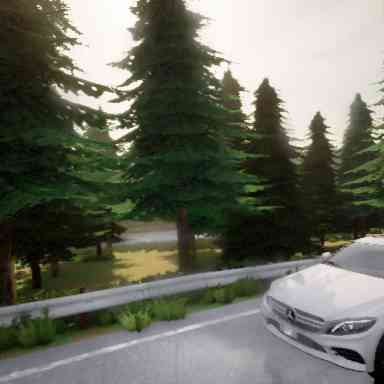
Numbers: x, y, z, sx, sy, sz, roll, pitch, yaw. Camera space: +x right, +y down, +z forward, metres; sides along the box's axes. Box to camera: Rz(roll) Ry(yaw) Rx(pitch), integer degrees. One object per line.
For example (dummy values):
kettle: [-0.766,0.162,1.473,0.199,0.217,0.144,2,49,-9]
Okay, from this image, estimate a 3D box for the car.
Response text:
car: [3.276,1.473,5.321,4.674,1.442,1.812,0,1,-28]
